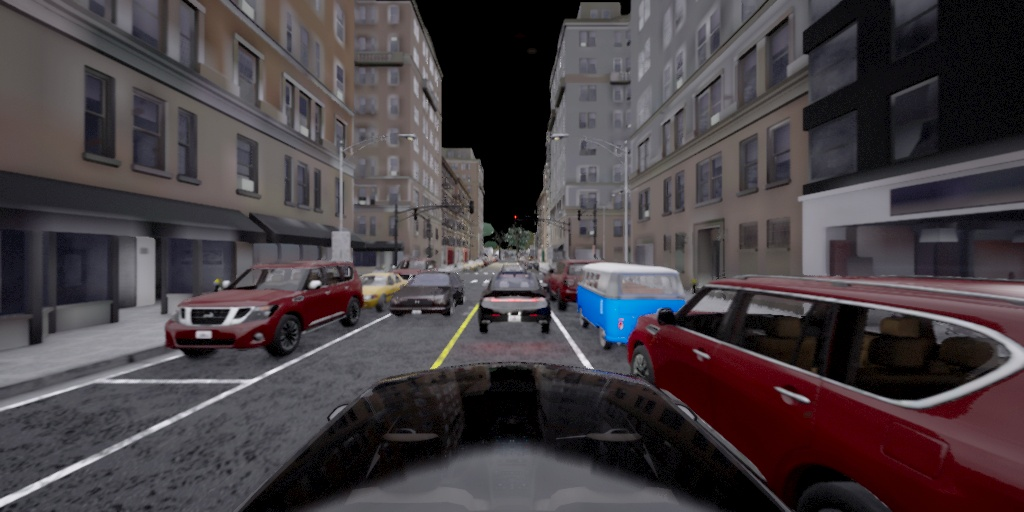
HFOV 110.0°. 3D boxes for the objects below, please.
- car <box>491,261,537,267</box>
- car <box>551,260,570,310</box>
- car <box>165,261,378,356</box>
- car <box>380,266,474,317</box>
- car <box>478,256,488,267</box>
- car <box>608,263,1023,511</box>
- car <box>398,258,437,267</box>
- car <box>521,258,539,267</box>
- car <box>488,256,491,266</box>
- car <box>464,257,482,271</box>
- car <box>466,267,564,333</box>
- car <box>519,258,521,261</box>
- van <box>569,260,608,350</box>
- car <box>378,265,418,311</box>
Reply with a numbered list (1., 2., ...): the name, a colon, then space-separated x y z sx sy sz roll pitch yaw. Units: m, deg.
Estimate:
1. car: 0.072 1.221 20.712 2.128 1.511 4.902 0 0 -1
2. car: 2.639 1.051 14.468 2.192 1.841 5.009 0 0 0
3. car: -5.398 1.057 8.793 2.192 1.841 5.009 0 0 0
4. car: -2.833 1.285 13.339 2.033 1.411 5.357 0 0 0
5. car: -5.405 1.213 57.950 1.751 1.417 4.829 0 0 0
6. car: 2.638 1.063 3.110 2.192 1.841 5.009 0 0 0
7. car: -5.398 1.044 20.149 2.192 1.841 5.009 0 0 0
8. car: 2.643 1.250 47.156 2.007 1.370 4.403 0 0 0
9. car: -5.402 0.997 63.602 2.192 1.841 5.009 0 0 0
10. car: -5.410 1.224 46.986 1.751 1.417 4.829 0 0 0
11. car: 0.074 1.231 10.661 2.128 1.511 4.902 0 0 0
12. car: 2.645 1.239 58.119 2.007 1.370 4.403 0 0 0
13. van: 2.639 1.083 8.789 1.690 1.789 3.998 0 0 0
14. car: -5.398 1.261 14.300 1.751 1.417 4.829 0 0 0
